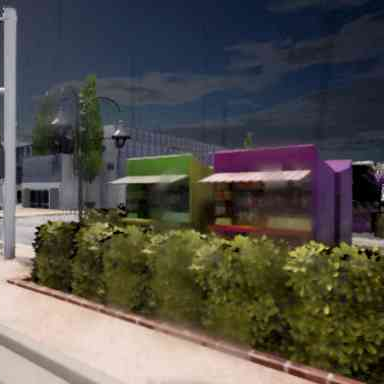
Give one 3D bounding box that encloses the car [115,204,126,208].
[{"bbox_3d":[-5.904,1.534,35.664,1.895,1.301,4.718,0,0,37],"label":"car"}]
